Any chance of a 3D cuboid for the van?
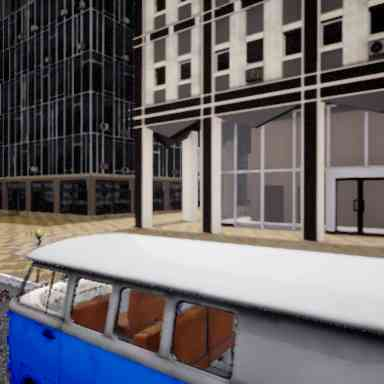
[{"bbox_3d":[-0.010,1.352,2.867,3.998,1.788,1.690,0,0,35],"label":"van"}]
